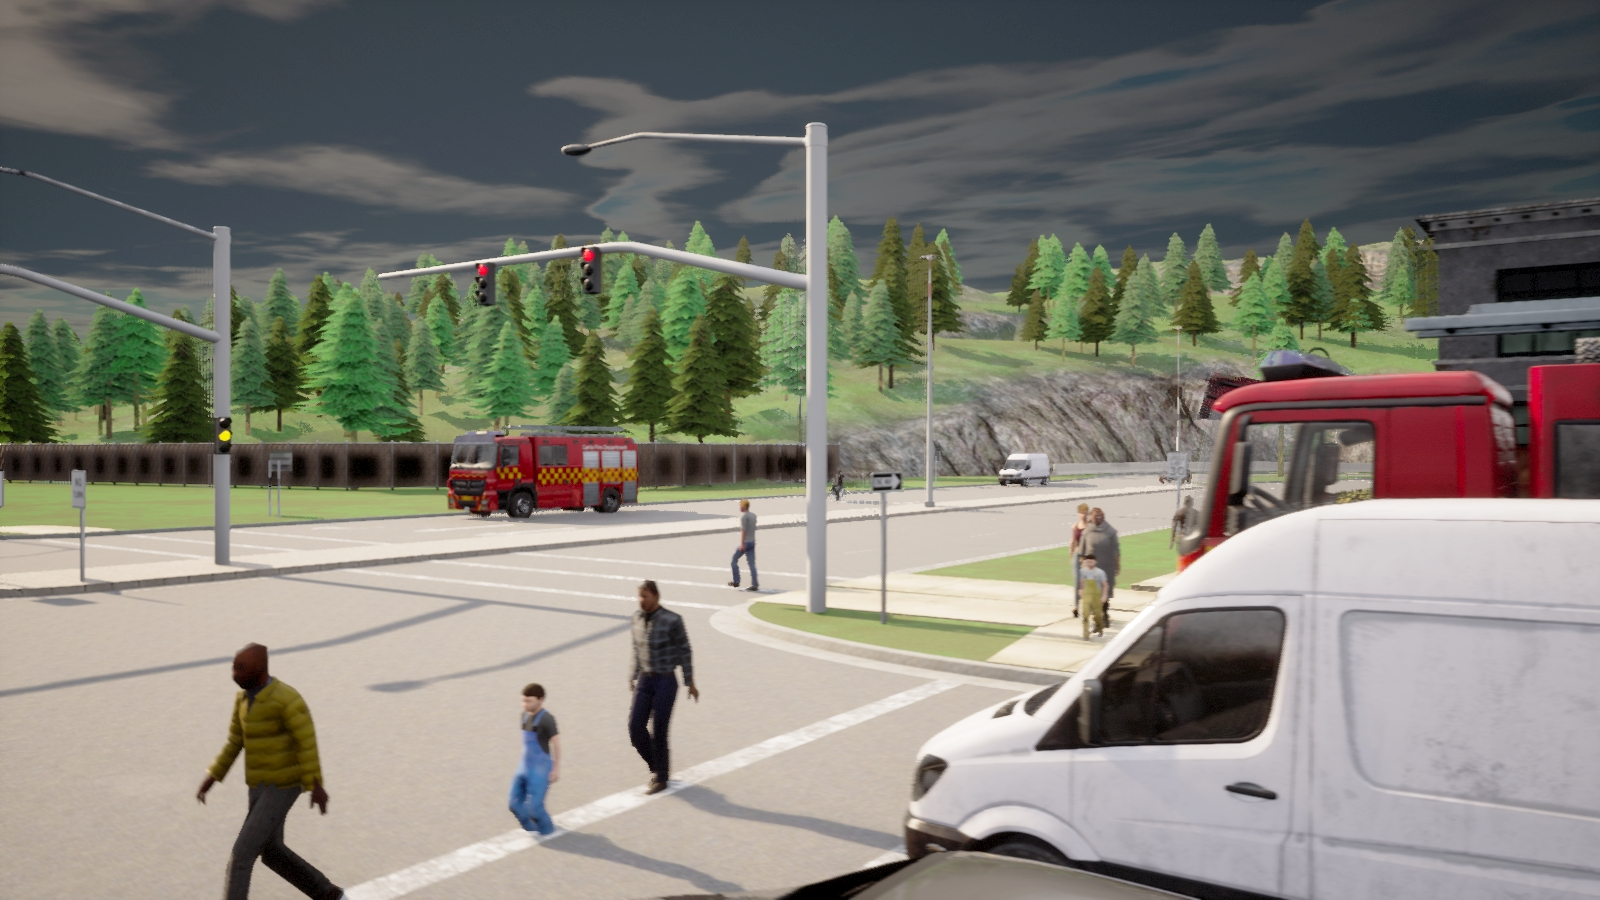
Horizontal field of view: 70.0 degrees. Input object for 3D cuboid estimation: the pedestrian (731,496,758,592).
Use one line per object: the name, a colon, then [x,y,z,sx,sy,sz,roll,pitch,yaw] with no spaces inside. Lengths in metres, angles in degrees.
pedestrian: [-1.099,1.848,22.609,0.375,1.860,0.375,0,0,33]

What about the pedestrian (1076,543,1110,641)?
pedestrian: [4.101,1.976,15.989,0.375,1.300,0.375,0,0,28]

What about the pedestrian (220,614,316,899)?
pedestrian: [-3.089,1.919,6.631,0.375,1.860,0.375,0,0,38]

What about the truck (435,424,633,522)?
truck: [-11.158,0.890,48.887,2.891,3.827,8.468,0,0,36]

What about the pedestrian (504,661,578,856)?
pedestrian: [-1.901,2.248,8.407,0.375,1.300,0.375,0,0,35]

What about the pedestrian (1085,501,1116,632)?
pedestrian: [4.407,1.696,16.760,0.375,1.860,0.375,0,0,26]

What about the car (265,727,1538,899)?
car: [0.372,2.066,3.528,4.193,1.474,1.816,0,0,35]

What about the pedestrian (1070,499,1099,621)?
pedestrian: [4.414,1.694,17.728,0.375,1.860,0.375,0,0,24]

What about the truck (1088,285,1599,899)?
truck: [6.560,0.890,7.732,8.468,3.827,2.891,0,0,35]

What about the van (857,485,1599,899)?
van: [3.321,1.535,5.728,5.915,2.561,1.988,0,0,35]

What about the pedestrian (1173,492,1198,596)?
pedestrian: [7.020,1.696,20.809,0.375,1.860,0.375,0,0,29]

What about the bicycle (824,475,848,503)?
bicycle: [1.915,2.060,60.724,0.329,1.471,1.835,0,0,35]

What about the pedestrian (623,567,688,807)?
pedestrian: [-1.186,1.922,9.401,0.375,1.860,0.375,0,0,36]
